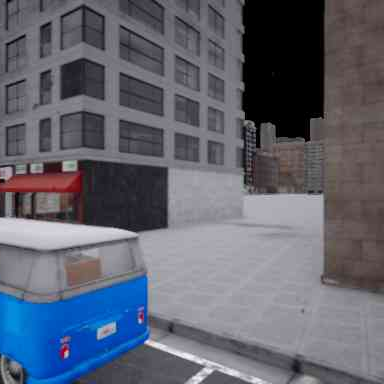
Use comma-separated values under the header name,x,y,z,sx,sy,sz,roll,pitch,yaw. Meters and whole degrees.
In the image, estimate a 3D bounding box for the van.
name,x,y,z,sx,sy,sz,roll,pitch,yaw
van,-2.472,1.324,4.842,3.998,1.788,1.690,0,0,36
